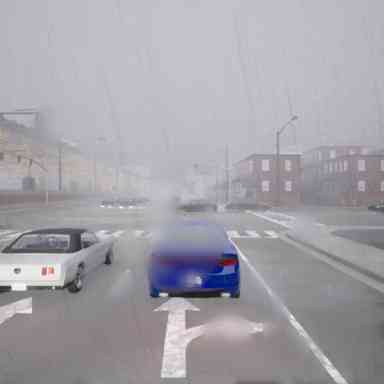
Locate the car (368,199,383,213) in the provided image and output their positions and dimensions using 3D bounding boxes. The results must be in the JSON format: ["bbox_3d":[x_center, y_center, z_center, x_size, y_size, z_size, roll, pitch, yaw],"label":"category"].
[{"bbox_3d":[22.104,1.546,36.041,5.357,1.411,2.033,0,0,0],"label":"car"}]

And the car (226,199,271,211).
[{"bbox_3d":[6.809,1.547,40.131,5.357,1.411,2.033,0,0,9],"label":"car"}]

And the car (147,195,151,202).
[{"bbox_3d":[-10.420,1.478,74.568,1.882,1.535,5.008,0,0,0],"label":"car"}]

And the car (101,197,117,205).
[{"bbox_3d":[-14.012,1.564,56.543,1.994,1.385,4.181,0,0,0],"label":"car"}]

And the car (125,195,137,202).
[{"bbox_3d":[-13.918,1.524,75.857,1.812,1.442,4.674,0,0,0],"label":"car"}]

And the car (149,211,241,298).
[{"bbox_3d":[0.075,1.478,8.571,1.882,1.535,5.008,0,0,1],"label":"car"}]

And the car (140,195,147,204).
[{"bbox_3d":[-10.475,1.504,64.162,1.837,1.490,4.892,0,0,1],"label":"car"}]

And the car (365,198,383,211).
[{"bbox_3d":[23.586,1.491,39.539,4.902,1.511,2.128,0,0,0],"label":"car"}]

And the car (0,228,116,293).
[{"bbox_3d":[-3.420,1.601,8.838,1.895,1.301,4.718,0,0,0],"label":"car"}]

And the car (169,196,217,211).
[{"bbox_3d":[0.102,1.478,33.858,5.008,1.535,1.882,0,-1,-24],"label":"car"}]

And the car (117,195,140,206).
[{"bbox_3d":[-10.520,1.352,55.033,2.097,1.767,4.553,0,0,0],"label":"car"}]

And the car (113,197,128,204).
[{"bbox_3d":[-13.955,1.601,65.548,1.895,1.301,4.718,0,0,1],"label":"car"}]
